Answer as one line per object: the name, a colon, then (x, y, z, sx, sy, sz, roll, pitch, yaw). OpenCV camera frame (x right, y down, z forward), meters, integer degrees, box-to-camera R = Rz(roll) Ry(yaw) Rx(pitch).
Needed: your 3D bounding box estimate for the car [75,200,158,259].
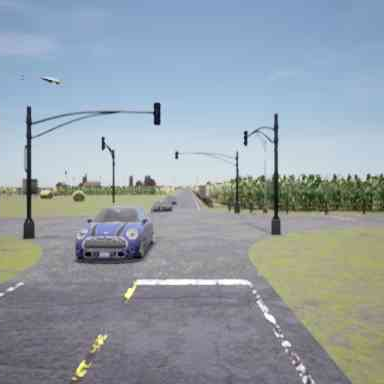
car: (-2.645, 1.300, 12.301, 2.097, 1.767, 4.553, 0, 0, 0)

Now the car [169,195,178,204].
car: (-3.294, 1.325, 51.952, 1.837, 1.490, 4.892, 0, 2, -1)

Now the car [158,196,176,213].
car: (-3.050, 1.458, 34.837, 1.994, 1.385, 4.181, 0, 0, -1)
